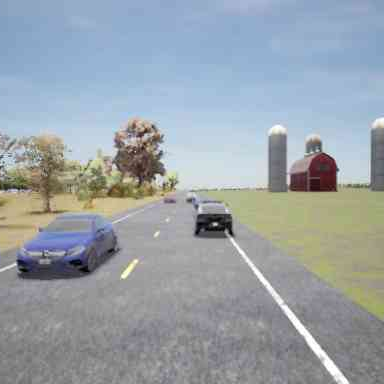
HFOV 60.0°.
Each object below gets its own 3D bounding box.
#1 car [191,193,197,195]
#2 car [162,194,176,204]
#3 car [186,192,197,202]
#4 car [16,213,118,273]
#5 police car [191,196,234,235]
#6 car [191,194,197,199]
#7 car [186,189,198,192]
[{"bbox_3d":[1.065,1.176,33.750,1.837,1.490,4.892,0,1,0],"label":"car"},{"bbox_3d":[-3.519,1.011,52.011,1.812,1.442,4.674,0,1,1],"label":"car"},{"bbox_3d":[0.028,1.050,55.464,1.895,1.301,4.718,0,1,0],"label":"car"},{"bbox_3d":[-3.590,1.425,10.440,1.812,1.442,4.674,0,1,0],"label":"car"},{"bbox_3d":[1.058,1.253,17.859,1.930,1.638,5.238,0,1,0],"label":"police car"},{"bbox_3d":[1.062,1.208,27.749,1.882,1.535,5.008,0,1,0],"label":"car"},{"bbox_3d":[0.033,0.453,69.088,2.150,2.045,5.566,0,1,0],"label":"car"}]
